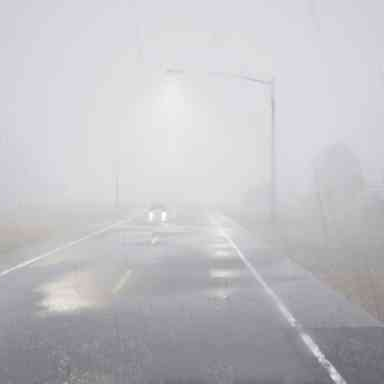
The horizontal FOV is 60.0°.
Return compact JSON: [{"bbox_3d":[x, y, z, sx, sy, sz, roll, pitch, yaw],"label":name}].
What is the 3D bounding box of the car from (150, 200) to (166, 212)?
[{"bbox_3d":[-4.045,1.624,39.765,1.895,1.301,4.718,0,0,-5],"label":"car"}]
